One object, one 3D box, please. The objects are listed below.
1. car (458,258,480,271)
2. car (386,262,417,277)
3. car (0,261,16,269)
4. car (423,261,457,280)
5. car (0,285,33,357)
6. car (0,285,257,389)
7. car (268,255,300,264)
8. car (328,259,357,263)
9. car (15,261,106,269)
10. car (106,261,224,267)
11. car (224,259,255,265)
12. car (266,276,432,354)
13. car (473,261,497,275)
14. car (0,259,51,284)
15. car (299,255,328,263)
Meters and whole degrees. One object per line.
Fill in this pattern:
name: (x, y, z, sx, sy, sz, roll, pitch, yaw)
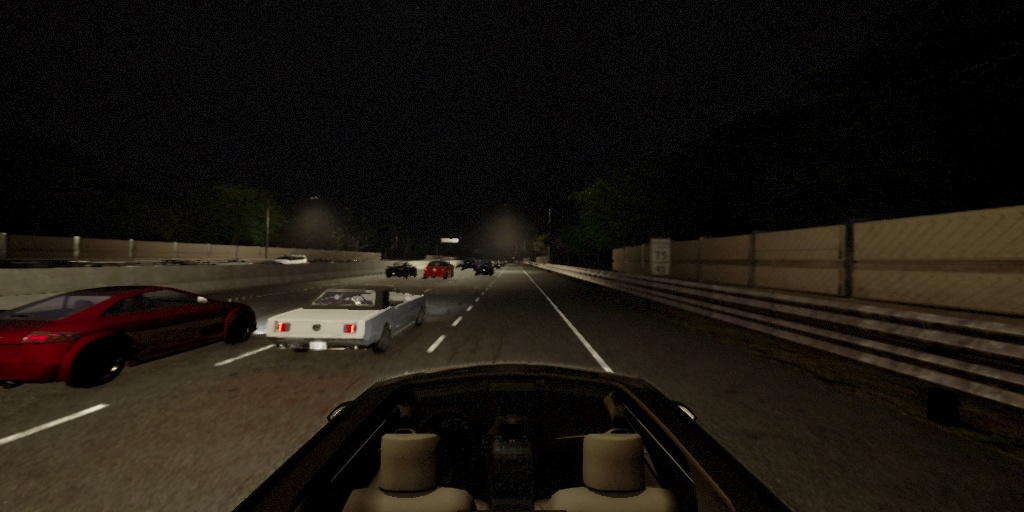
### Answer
car: (-6.725, 1.366, 57.771, 2.150, 2.045, 5.566, 1, -1, 0)
car: (-10.314, 1.347, 33.761, 2.128, 1.511, 4.902, 1, -1, 0)
car: (-27.964, 1.011, 21.791, 1.994, 1.385, 4.181, 1, 0, 1)
car: (-6.812, 1.266, 33.674, 2.097, 1.767, 4.553, 1, -1, 0)
car: (-10.512, 1.198, 4.783, 1.895, 1.301, 4.718, 1, -1, 0)
car: (-6.996, 1.238, 6.732, 1.994, 1.385, 4.181, 1, -1, 0)
car: (-27.776, 0.881, 44.659, 2.150, 2.045, 5.566, 1, -1, 1)
car: (-20.781, 1.289, 45.290, 1.837, 1.490, 4.892, 1, -1, 1)
car: (-24.477, 1.099, 20.786, 1.895, 1.301, 4.718, 1, -1, 0)
car: (-20.965, 1.061, 22.048, 2.128, 1.511, 4.902, 1, 0, 1)
car: (-31.317, 1.083, 40.703, 1.812, 1.442, 4.674, 1, -1, 1)
car: (-3.481, 1.353, 8.720, 1.895, 1.301, 4.718, 1, -1, 1)
car: (-3.273, 1.631, 43.678, 1.994, 1.385, 4.181, 1, -1, 0)
car: (-31.470, 0.928, 20.962, 2.033, 1.411, 5.357, 1, -1, 1)
car: (-24.278, 1.074, 45.405, 2.097, 1.767, 4.553, 1, 0, 1)
